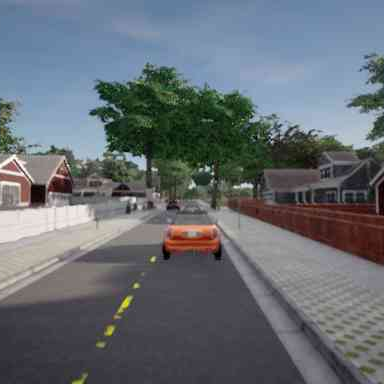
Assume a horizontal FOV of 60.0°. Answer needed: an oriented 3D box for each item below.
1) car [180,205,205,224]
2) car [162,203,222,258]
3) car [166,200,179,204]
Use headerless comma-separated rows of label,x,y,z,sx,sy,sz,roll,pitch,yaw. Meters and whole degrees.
car,0.017,1.872,28.618,1.994,1.385,4.181,0,0,0
car,0.016,1.499,13.481,2.097,1.767,4.553,0,-1,0
car,-2.783,1.994,49.853,1.882,1.535,5.008,0,-1,1
